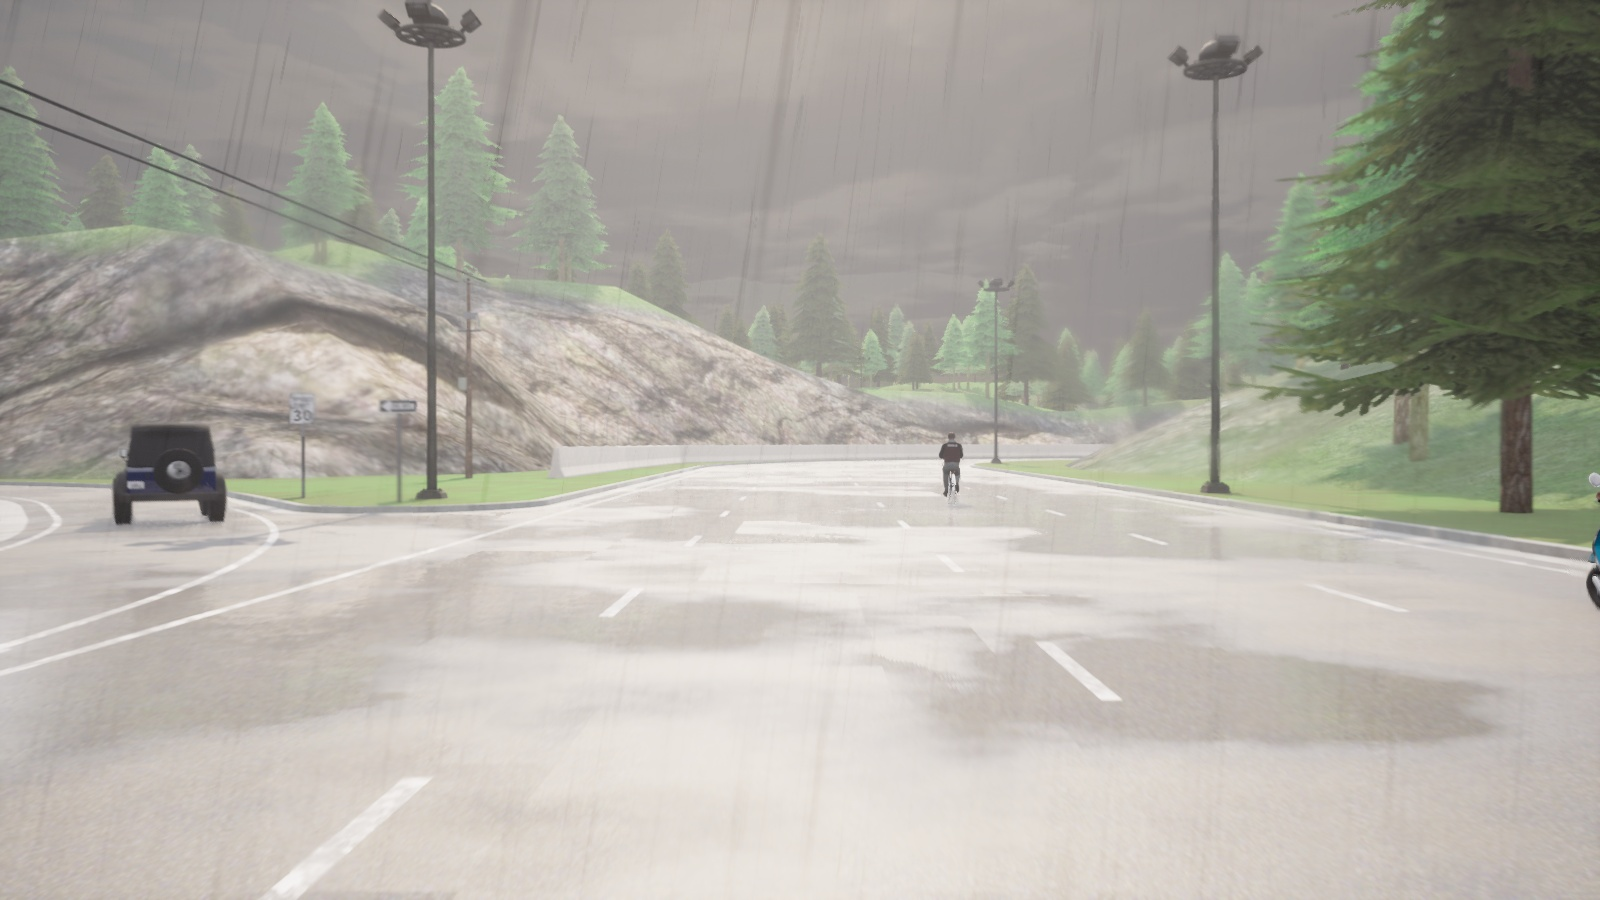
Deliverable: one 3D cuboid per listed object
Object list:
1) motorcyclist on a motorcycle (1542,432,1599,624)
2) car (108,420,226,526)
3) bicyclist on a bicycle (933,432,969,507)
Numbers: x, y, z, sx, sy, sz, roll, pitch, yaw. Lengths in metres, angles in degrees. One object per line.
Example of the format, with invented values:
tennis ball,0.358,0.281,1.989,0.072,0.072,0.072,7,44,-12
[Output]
motorcyclist on a motorcycle,7.075,0.647,10.336,0.866,1.590,1.817,0,0,0
car,-12.323,0.396,24.340,1.905,1.878,3.866,0,0,-29
bicyclist on a bicycle,3.691,0.447,30.760,0.659,1.776,1.843,0,1,0
